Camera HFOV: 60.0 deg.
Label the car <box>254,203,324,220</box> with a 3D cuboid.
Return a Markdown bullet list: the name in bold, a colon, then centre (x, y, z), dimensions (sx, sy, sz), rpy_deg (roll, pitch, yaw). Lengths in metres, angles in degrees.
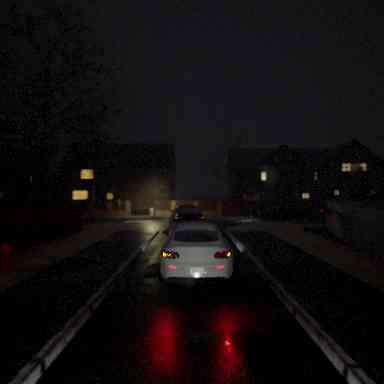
- **car**: centre (7.871, 1.563, 27.210), dimensions (5.357, 1.411, 2.033), rpy_deg (-1, -1, 1)

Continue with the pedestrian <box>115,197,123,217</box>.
- **pedestrian**: centre (-6.716, 1.367, 30.317), dimensions (0.375, 1.860, 0.375), rpy_deg (0, -1, 1)

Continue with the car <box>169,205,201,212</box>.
- **car**: centre (-0.377, 1.524, 20.349), dimensions (1.812, 1.442, 4.674), rpy_deg (0, 0, -6)

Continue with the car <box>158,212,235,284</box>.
- **car**: centre (0.102, 1.529, 9.444), dimensions (1.812, 1.442, 4.674), rpy_deg (0, 0, 0)
